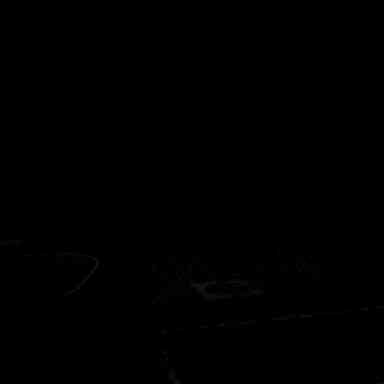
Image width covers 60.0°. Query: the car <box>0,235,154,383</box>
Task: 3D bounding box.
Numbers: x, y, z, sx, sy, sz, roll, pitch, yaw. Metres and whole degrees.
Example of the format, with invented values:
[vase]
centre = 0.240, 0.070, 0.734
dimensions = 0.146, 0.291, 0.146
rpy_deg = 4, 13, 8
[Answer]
[car]
centre = -2.953, 1.522, 4.014
dimensions = 5.009, 1.841, 2.192
rpy_deg = 0, -2, -15
